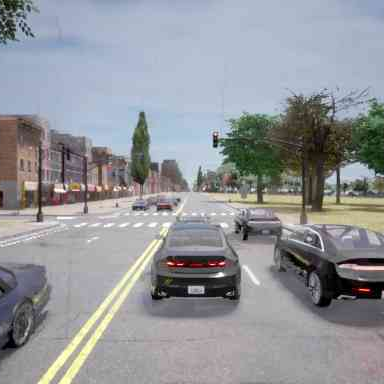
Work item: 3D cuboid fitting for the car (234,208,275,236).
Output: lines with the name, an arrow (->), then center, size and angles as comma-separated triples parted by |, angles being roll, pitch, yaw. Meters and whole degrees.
car -> 3.299, 1.577, 17.196 | 2.128, 1.511, 4.902 | 0, 0, 0

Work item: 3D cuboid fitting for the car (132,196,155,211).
car -> -6.593, 1.657, 43.770 | 2.033, 1.411, 5.357 | 0, 0, 0

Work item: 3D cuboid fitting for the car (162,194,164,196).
car -> -6.495, 1.253, 69.263 | 2.097, 1.767, 4.553 | 0, 0, 0

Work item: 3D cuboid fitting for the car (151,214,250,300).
car -> 0.082, 1.531, 8.428 | 1.837, 1.490, 4.892 | 0, 0, 0

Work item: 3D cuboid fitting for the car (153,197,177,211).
car -> -3.346, 1.717, 42.045 | 1.895, 1.301, 4.718 | 0, 0, 0

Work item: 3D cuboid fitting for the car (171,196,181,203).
car -> -3.245, 1.501, 69.333 | 1.895, 1.301, 4.718 | 0, 1, 0

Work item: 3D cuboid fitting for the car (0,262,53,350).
car -> -3.350, 1.551, 3.536 | 2.033, 1.411, 5.357 | 0, 0, 0

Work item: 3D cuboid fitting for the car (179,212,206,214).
car -> 0.053, 1.689, 17.733 | 1.895, 1.301, 4.718 | 0, 0, 0

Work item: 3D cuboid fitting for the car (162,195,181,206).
car -> -3.329, 1.599, 54.264 | 1.994, 1.385, 4.181 | 0, 1, 1

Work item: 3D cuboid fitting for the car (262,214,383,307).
car -> 3.331, 1.515, 7.986 | 2.128, 1.511, 4.902 | 0, 0, 0

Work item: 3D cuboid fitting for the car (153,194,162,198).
car -> -6.582, 1.525, 55.839 | 1.837, 1.490, 4.892 | 0, 1, 0
